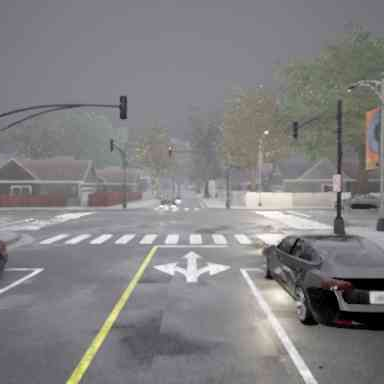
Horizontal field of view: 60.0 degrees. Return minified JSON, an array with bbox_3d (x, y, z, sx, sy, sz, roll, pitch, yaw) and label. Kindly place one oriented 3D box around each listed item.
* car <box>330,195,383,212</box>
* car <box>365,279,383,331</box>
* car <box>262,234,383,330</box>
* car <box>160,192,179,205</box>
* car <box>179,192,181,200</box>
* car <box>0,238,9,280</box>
[{"bbox_3d":[14.950,0.991,29.668,4.902,1.511,2.128,-1,1,0],"label":"car"},{"bbox_3d":[2.637,1.564,1.183,1.802,1.307,4.206,0,1,0],"label":"car"},{"bbox_3d":[2.637,1.474,6.701,1.947,1.339,4.313,0,1,0],"label":"car"},{"bbox_3d":[-3.102,0.941,43.608,1.837,1.490,4.892,0,1,0],"label":"car"},{"bbox_3d":[-3.075,0.684,63.654,2.128,1.511,4.902,0,1,0],"label":"car"},{"bbox_3d":[-5.388,1.490,6.700,1.802,1.307,4.206,0,1,0],"label":"car"}]
